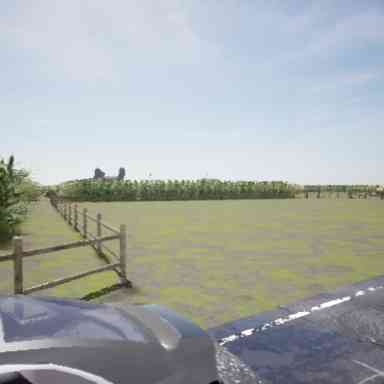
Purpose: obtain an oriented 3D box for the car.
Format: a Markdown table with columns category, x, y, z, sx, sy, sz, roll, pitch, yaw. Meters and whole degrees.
| category | x | y | z | sx | sy | sz | roll | pitch | yaw |
| --- | --- | --- | --- | --- | --- | --- | --- | --- | --- |
| car | -1.994 | 1.495 | 1.650 | 4.902 | 1.511 | 2.128 | 0 | 0 | -36 |
